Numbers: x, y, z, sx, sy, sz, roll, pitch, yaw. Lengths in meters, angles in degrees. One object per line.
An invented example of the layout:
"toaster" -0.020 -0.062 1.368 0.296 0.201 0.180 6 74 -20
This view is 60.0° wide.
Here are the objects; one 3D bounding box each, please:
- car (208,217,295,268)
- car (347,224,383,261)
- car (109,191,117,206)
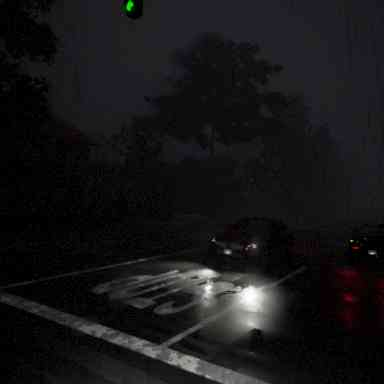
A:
"car" 2.393 1.658 12.165 1.812 1.442 4.674 4 0 33
"car" 7.563 2.022 13.475 1.812 1.442 4.674 4 0 34
"car" -5.699 0.683 30.239 3.806 1.475 1.970 4 0 35
